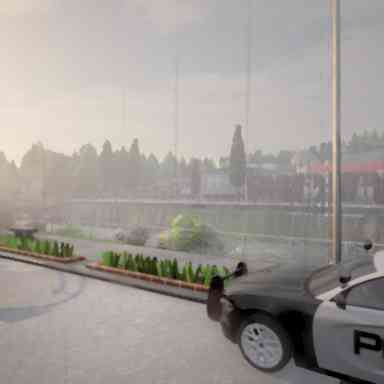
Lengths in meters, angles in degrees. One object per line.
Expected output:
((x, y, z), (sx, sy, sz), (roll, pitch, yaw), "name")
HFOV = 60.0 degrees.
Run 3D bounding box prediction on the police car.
((2.597, 1.388, 4.021), (5.238, 1.638, 1.930), (0, 4, 35), "police car")
